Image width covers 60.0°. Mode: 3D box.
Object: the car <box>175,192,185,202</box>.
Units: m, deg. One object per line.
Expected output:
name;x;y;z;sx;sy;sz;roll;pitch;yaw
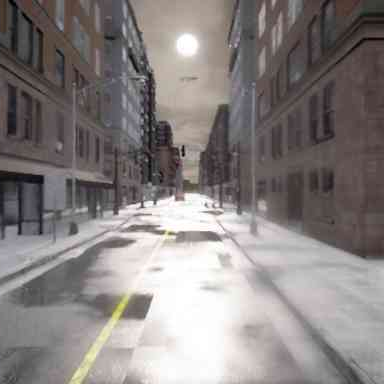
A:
car;-2.732;1.099;75.761;2.150;2.045;5.566;0;0;0
